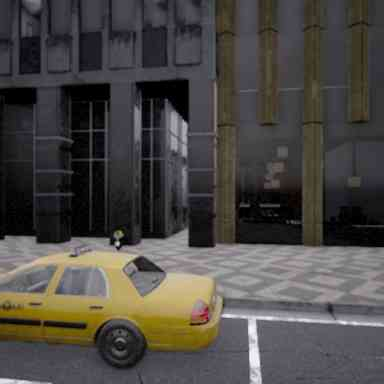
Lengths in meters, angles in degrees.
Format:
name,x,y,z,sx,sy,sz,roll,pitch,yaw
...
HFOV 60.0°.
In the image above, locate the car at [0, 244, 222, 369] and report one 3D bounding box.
name,x,y,z,sx,sy,sz,roll,pitch,yaw
car,-1.975,1.516,5.154,4.829,1.417,1.752,0,0,9
